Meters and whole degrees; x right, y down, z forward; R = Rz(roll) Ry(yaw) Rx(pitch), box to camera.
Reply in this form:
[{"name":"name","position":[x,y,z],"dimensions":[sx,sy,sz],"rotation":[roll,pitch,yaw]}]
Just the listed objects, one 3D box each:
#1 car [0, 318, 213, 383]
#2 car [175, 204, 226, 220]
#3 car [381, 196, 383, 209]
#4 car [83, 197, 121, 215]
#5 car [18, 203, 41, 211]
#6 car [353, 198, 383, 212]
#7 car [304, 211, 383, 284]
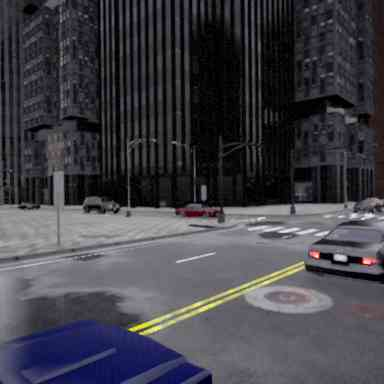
[{"name":"car","position":[-1.905,1.619,1.609],"dimensions":[1.895,1.301,4.718],"rotation":[0,0,42]},{"name":"car","position":[0.700,1.745,29.350],"dimensions":[1.895,1.301,4.718],"rotation":[-1,0,-45]},{"name":"car","position":[25.968,1.256,42.736],"dimensions":[1.882,1.535,5.008],"rotation":[0,0,42]},{"name":"car","position":[-10.913,1.619,39.941],"dimensions":[5.566,2.045,2.150],"rotation":[-1,0,42]},{"name":"car","position":[-26.321,2.351,53.896],"dimensions":[4.718,1.301,1.895],"rotation":[-1,0,42]},{"name":"car","position":[17.907,1.349,33.764],"dimensions":[1.837,1.490,4.892],"rotation":[0,0,42]},{"name":"car","position":[4.980,1.503,9.295],"dimensions":[2.033,1.411,5.357],"rotation":[0,0,42]}]
